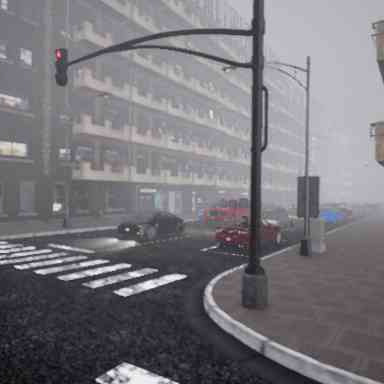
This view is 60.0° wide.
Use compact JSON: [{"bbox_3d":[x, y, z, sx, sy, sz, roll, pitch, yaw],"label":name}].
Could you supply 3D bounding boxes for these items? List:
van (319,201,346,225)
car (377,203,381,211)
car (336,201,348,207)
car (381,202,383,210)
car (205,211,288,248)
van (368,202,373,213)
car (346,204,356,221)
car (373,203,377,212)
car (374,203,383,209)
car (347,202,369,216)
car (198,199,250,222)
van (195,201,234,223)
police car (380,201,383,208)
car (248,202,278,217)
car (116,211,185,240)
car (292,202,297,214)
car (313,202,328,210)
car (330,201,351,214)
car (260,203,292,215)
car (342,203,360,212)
[{"bbox_3d":[12.189,1.897,29.577,1.690,1.788,3.998,0,-1,34],"label":"van"},{"bbox_3d":[31.141,2.723,57.925,1.947,1.339,4.313,0,-1,34],"label":"car"},{"bbox_3d":[36.721,2.987,81.346,1.752,1.417,4.829,0,-1,34],"label":"car"},{"bbox_3d":[34.300,2.843,62.650,1.802,1.307,4.206,0,-1,34],"label":"car"},{"bbox_3d":[2.712,1.811,15.396,1.887,1.381,4.507,0,-1,34],"label":"car"},{"bbox_3d":[24.825,2.294,48.479,1.690,1.788,3.998,0,-1,34],"label":"van"},{"bbox_3d":[15.344,2.236,34.300,1.802,1.307,4.206,0,-1,34],"label":"car"},{"bbox_3d":[27.982,2.637,53.200,1.802,1.307,4.206,0,-1,34],"label":"car"},{"bbox_3d":[40.619,3.052,72.100,1.802,1.307,4.206,0,-1,34],"label":"car"},{"bbox_3d":[21.758,2.381,43.892,1.752,1.417,4.829,0,-1,34],"label":"car"},{"bbox_3d":[3.061,1.568,26.325,2.150,2.045,5.566,1,-1,34],"label":"car"},{"bbox_3d":[2.082,1.689,29.503,1.690,1.788,3.998,0,-1,34],"label":"van"},{"bbox_3d":[47.574,3.124,81.923,1.930,1.638,5.238,1,-1,34],"label":"police car"},{"bbox_3d":[8.374,1.983,38.969,1.967,1.590,4.097,0,-1,34],"label":"car"},{"bbox_3d":[-2.173,1.752,18.518,1.994,1.385,4.181,1,0,34],"label":"car"},{"bbox_3d":[14.065,2.039,42.699,2.097,1.767,4.553,1,0,34],"label":"car"},{"bbox_3d":[24.178,2.628,62.586,1.802,1.307,4.206,0,-1,34],"label":"car"},{"bbox_3d":[21.640,2.239,48.370,2.097,1.767,4.553,1,0,34],"label":"car"},{"bbox_3d":[8.352,2.073,34.208,1.994,1.385,4.181,1,0,35],"label":"car"},{"bbox_3d":[27.051,2.607,56.454,2.033,1.411,5.357,1,-1,34],"label":"car"}]
